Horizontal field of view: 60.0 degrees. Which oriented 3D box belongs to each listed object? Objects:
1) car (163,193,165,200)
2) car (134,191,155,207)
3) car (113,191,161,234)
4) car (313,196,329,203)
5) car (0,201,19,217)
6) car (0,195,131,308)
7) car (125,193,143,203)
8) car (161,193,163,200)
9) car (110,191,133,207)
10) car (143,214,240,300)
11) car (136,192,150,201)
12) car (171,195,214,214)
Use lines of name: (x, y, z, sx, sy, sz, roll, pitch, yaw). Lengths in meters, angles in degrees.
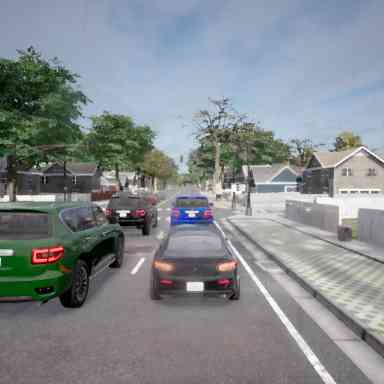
car: (-6.492, 0.854, 66.385, 2.128, 1.511, 4.902, 0, 1, 1)
car: (-6.572, 0.886, 46.856, 2.150, 2.045, 5.566, 0, 1, 0)
car: (-3.217, 1.157, 18.390, 2.150, 2.045, 5.566, 0, 0, 1)
car: (13.296, 1.196, 34.409, 4.902, 1.511, 2.128, 0, 1, -2)
car: (-18.791, 1.545, 31.126, 4.181, 1.385, 1.994, 0, 1, 0)
car: (-3.184, 1.209, 8.039, 2.150, 2.045, 5.566, 0, 0, 1)
car: (-9.805, 1.040, 56.590, 2.128, 1.511, 4.902, 0, 1, 0)
car: (-6.551, 1.117, 56.264, 1.994, 1.385, 4.181, 0, 1, 1)
car: (-9.823, 0.885, 46.910, 2.150, 2.045, 5.566, 0, 1, 0)
car: (0.070, 1.513, 8.230, 1.812, 1.442, 4.674, 0, 0, 0)
car: (-9.732, 0.850, 66.564, 2.128, 1.511, 4.902, 0, 1, 1)
car: (0.031, 1.158, 18.264, 2.150, 2.045, 5.566, 0, 0, 1)
